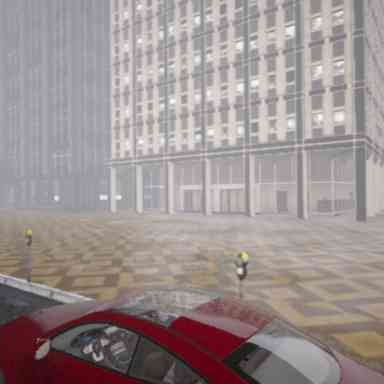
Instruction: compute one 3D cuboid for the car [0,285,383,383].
[{"bbox_3d":[-0.391,1.602,3.154,4.206,1.307,1.802,-1,-1,35],"label":"car"}]
